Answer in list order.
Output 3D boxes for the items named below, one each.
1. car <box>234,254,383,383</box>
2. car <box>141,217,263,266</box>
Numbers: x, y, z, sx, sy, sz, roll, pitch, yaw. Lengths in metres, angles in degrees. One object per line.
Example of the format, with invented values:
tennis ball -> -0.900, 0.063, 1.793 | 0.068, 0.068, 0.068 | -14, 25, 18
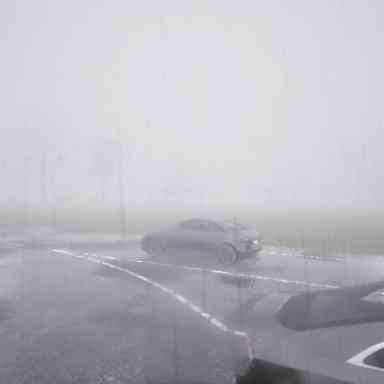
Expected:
car -> 2.700, 1.491, 2.182 | 4.902, 1.511, 2.128 | 0, 0, 29
car -> 0.298, 1.554, 11.566 | 4.181, 1.385, 1.994 | 0, 0, 29
